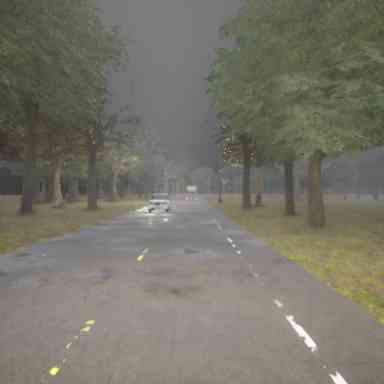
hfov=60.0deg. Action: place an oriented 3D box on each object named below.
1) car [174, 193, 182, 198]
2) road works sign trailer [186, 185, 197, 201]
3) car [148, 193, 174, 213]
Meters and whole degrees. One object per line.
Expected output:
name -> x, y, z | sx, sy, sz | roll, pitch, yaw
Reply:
car -> -3.507, 0.832, 78.127 | 2.097, 1.767, 4.553 | 0, 0, 0
road works sign trailer -> -0.006, 0.258, 77.198 | 2.380, 3.560, 2.880 | 0, 0, 0
car -> -3.593, 1.172, 37.387 | 2.150, 2.045, 5.566 | 0, 0, 0
